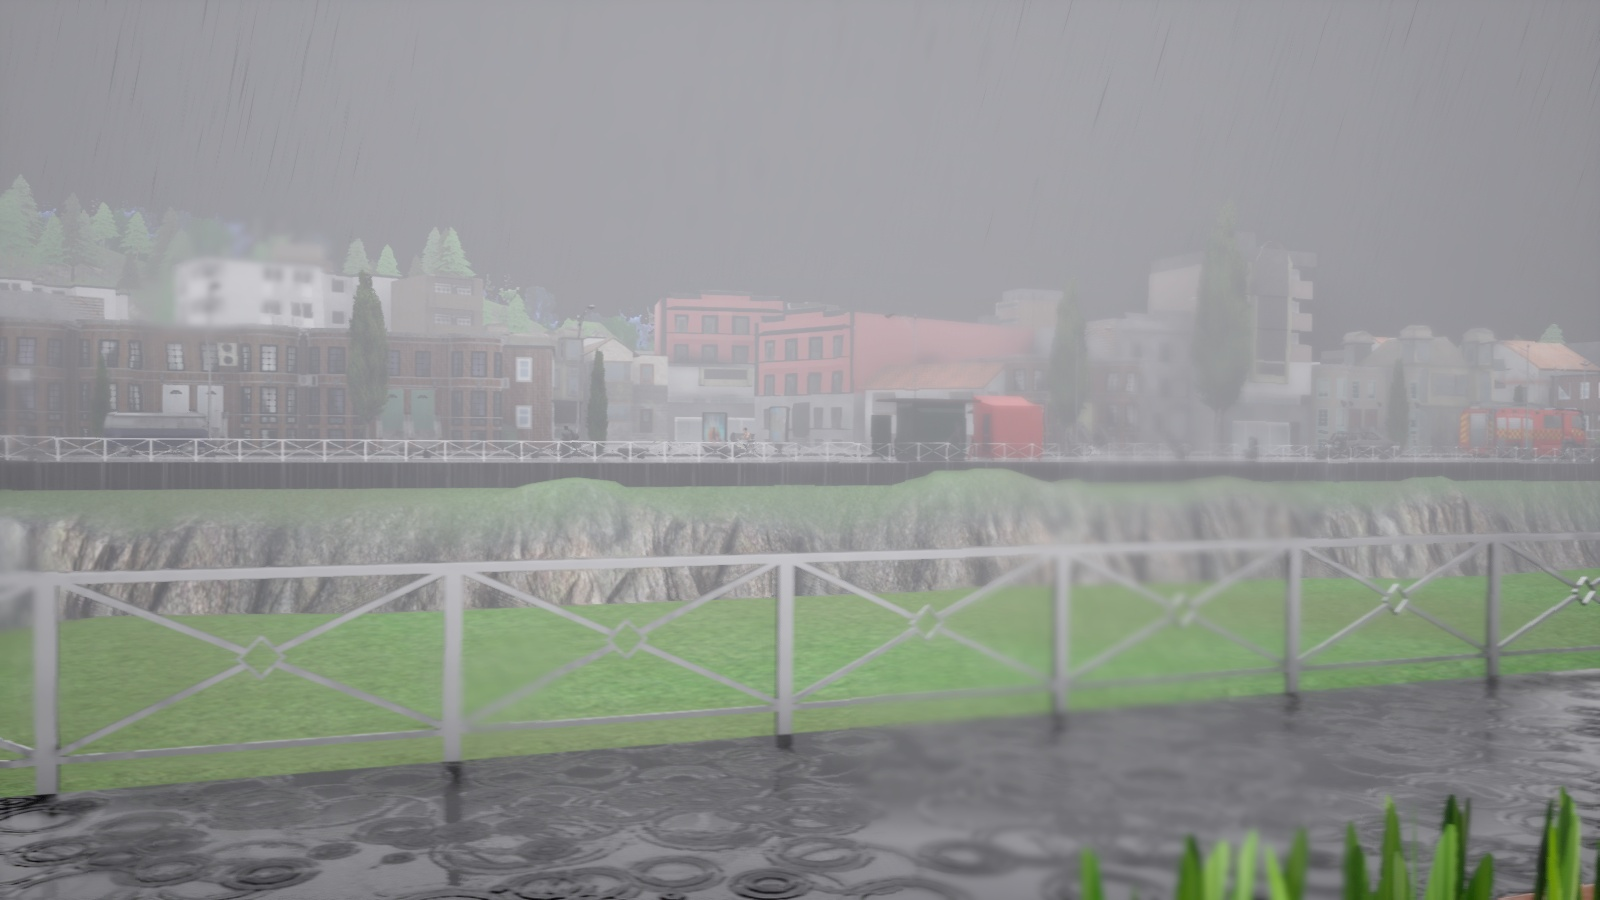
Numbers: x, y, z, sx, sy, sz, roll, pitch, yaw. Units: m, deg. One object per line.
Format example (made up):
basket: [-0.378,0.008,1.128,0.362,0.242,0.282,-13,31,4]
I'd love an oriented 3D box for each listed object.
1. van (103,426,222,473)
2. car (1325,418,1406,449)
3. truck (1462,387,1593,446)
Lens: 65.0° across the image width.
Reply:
van: [-27.809,-0.042,54.914,4.442,1.987,1.775,-1,1,-21]
car: [35.615,-1.058,79.059,4.605,1.855,1.932,-1,1,-21]
truck: [48.689,-2.262,84.025,8.468,3.827,2.891,-1,1,-21]
